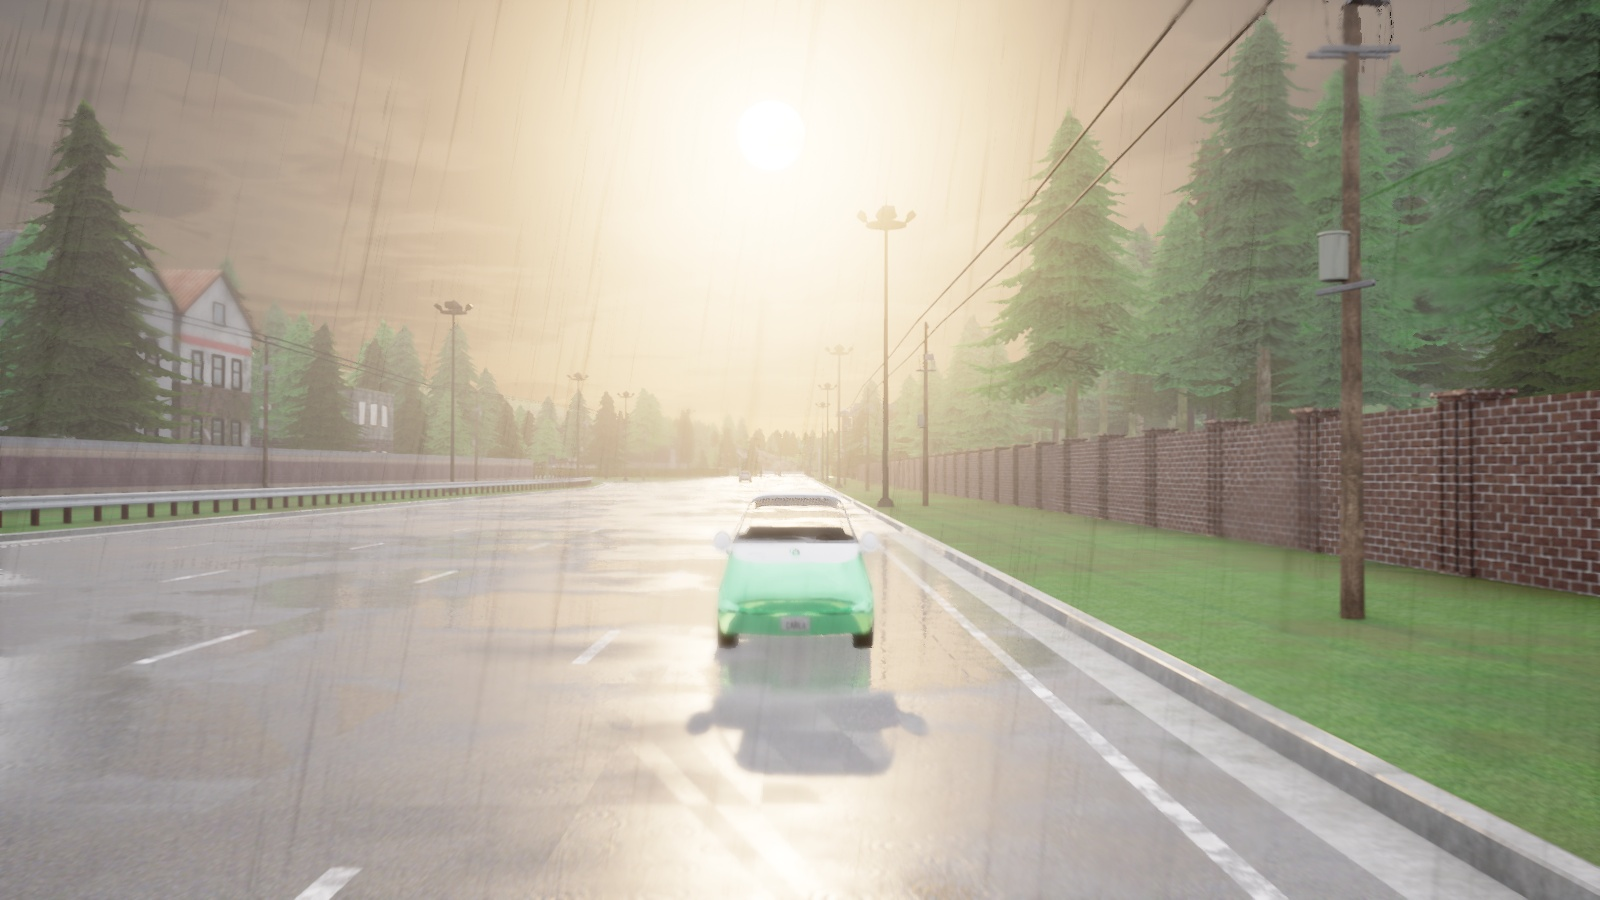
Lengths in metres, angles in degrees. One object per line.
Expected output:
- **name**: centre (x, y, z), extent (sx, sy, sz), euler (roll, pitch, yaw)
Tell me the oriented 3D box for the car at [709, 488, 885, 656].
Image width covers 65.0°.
- **car**: centre (-0.028, 1.067, 11.724), extent (1.481, 1.376, 2.207), euler (0, -1, 0)
